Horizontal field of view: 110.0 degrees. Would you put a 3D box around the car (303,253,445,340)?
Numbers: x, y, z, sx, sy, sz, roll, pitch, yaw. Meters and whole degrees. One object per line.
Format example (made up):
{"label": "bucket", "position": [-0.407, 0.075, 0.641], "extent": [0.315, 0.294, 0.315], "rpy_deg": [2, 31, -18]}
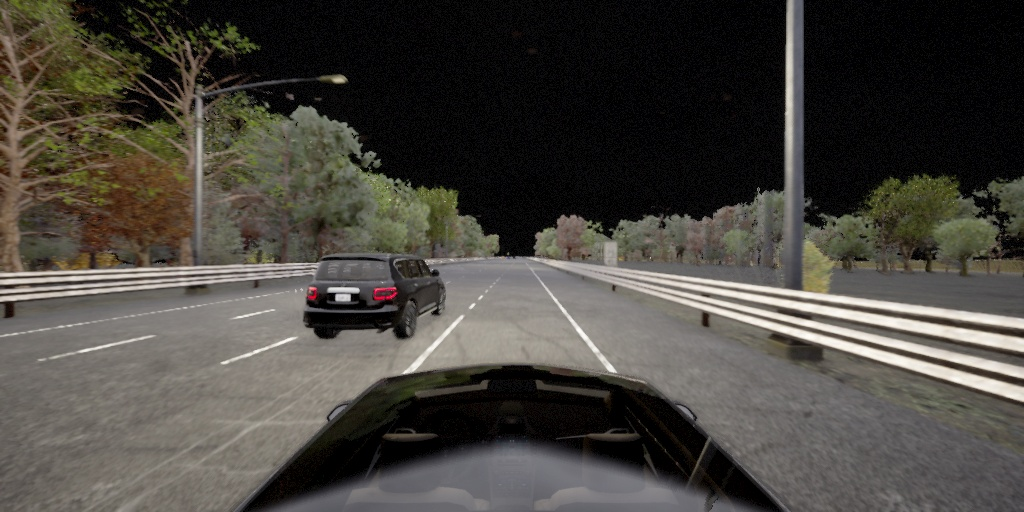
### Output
{"label": "car", "position": [-3.419, 0.959, 10.076], "extent": [2.150, 2.045, 5.566], "rpy_deg": [0, 0, 1]}
